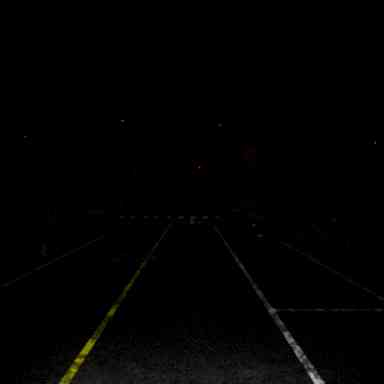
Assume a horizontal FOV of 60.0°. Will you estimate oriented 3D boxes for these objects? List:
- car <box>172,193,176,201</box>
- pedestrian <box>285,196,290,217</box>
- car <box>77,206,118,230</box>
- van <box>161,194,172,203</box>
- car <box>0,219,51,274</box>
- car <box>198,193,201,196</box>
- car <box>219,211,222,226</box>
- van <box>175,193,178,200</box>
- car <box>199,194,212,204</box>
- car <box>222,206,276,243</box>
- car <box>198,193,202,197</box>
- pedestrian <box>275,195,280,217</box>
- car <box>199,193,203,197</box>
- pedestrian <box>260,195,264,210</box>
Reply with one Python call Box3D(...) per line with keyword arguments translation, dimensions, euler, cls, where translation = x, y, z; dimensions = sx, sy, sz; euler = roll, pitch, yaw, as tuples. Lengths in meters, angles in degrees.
Box3D(translation=(-5.440, 1.594, 79.491), dimensions=(1.947, 1.339, 4.313), euler=(0, 0, 1), cls="car")
Box3D(translation=(8.128, 1.252, 28.572), dimensions=(0.375, 1.860, 0.375), euler=(0, 0, 0), cls="pedestrian")
Box3D(translation=(-5.766, 1.553, 20.699), dimensions=(2.008, 1.369, 4.403), euler=(0, 0, 0), cls="car")
Box3D(translation=(-5.537, 1.362, 68.467), dimensions=(1.690, 1.788, 3.998), euler=(0, 0, 1), cls="van")
Box3D(translation=(-5.763, 1.545, 9.810), dimensions=(1.887, 1.381, 4.507), euler=(0, 0, 0), cls="car")
Box3D(translation=(3.085, 1.343, 79.419), dimensions=(2.192, 1.841, 5.009), euler=(0, 0, 1), cls="car")
Box3D(translation=(2.759, 1.553, 20.697), dimensions=(2.008, 1.369, 4.403), euler=(0, 0, 0), cls="car")
Box3D(translation=(-5.342, 1.376, 90.516), dimensions=(1.690, 1.788, 3.998), euler=(0, 0, 1), cls="van")
Box3D(translation=(2.938, 1.569, 62.880), dimensions=(2.008, 1.369, 4.403), euler=(0, 0, 1), cls="car")
Box3D(translation=(2.760, 1.552, 15.705), dimensions=(2.008, 1.369, 4.403), euler=(0, 0, 0), cls="car")
Box3D(translation=(3.036, 1.575, 73.906), dimensions=(2.008, 1.369, 4.403), euler=(0, 0, 1), cls="car")
Box3D(translation=(7.128, 1.181, 27.972), dimensions=(0.375, 1.860, 0.375), euler=(0, 0, 0), cls="pedestrian")
Box3D(translation=(2.989, 1.547, 68.563), dimensions=(1.752, 1.417, 4.829), euler=(0, 0, 1), cls="car")
Box3D(translation=(6.128, 1.146, 29.172), dimensions=(0.375, 1.860, 0.375), euler=(0, 0, 0), cls="pedestrian")
